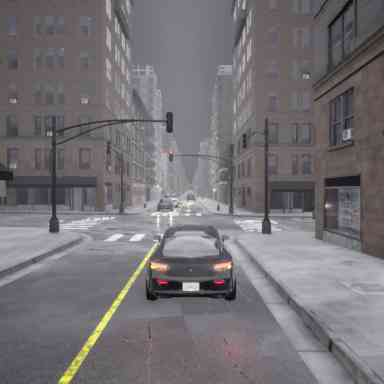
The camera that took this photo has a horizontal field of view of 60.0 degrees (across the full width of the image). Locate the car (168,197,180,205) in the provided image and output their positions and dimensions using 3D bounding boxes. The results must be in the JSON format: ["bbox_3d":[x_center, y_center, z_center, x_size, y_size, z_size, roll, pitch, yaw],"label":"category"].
[{"bbox_3d":[-3.250,1.639,61.476,2.033,1.411,5.357,0,0,0],"label":"car"}]

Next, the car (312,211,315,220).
[{"bbox_3d":[12.276,1.721,26.856,5.008,1.535,1.882,1,0,-1],"label":"car"}]

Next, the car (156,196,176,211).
[{"bbox_3d":[-3.236,1.556,40.842,1.837,1.490,4.892,0,0,-2],"label":"car"}]

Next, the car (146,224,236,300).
[{"bbox_3d":[-0.018,1.527,8.236,1.812,1.442,4.674,0,0,0],"label":"car"}]

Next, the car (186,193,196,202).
[{"bbox_3d":[-0.248,1.358,81.772,2.150,2.045,5.566,0,0,0],"label":"car"}]

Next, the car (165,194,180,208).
[{"bbox_3d":[-3.249,1.292,50.897,2.150,2.045,5.566,0,0,0],"label":"car"}]
